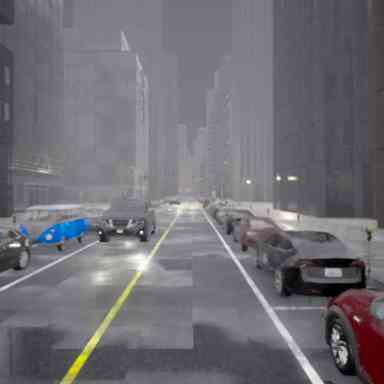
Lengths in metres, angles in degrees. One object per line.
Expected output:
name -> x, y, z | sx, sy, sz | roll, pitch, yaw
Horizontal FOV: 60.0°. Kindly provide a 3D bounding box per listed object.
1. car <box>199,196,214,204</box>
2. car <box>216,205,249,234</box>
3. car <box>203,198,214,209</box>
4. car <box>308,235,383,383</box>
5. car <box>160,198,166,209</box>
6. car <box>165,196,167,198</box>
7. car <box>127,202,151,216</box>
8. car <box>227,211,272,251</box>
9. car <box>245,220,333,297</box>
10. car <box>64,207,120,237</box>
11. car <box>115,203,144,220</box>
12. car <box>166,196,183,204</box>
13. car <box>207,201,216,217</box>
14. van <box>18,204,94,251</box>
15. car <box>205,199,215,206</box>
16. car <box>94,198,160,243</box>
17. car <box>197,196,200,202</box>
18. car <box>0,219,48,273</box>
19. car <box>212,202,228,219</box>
car -> 2.755, 1.716, 53.678 | 2.192, 1.841, 5.009 | 0, 0, 0
car -> 2.760, 1.707, 19.858 | 1.947, 1.339, 4.313 | 0, 0, 0
car -> 2.757, 1.839, 42.573 | 1.752, 1.417, 4.829 | 0, 0, 0
car -> 2.764, 1.461, 2.949 | 1.967, 1.590, 4.097 | 0, 0, 0
car -> -5.770, 1.952, 53.655 | 2.008, 1.369, 4.403 | 0, 0, 0
car -> -5.775, 1.935, 80.510 | 2.192, 1.841, 5.009 | 0, 0, 0
car -> -5.768, 1.814, 36.747 | 1.887, 1.381, 4.507 | 0, 0, 0
car -> 2.761, 1.682, 14.221 | 1.802, 1.307, 4.206 | 0, 0, 0
car -> 2.762, 1.626, 8.584 | 1.947, 1.339, 4.313 | 0, 0, 0
car -> -5.765, 1.693, 19.839 | 2.008, 1.369, 4.403 | 0, 0, 0
car -> -5.767, 1.771, 31.111 | 1.887, 1.381, 4.507 | 0, 0, 0
car -> -3.010, 1.756, 58.939 | 1.895, 1.301, 4.718 | 0, 0, 0
car -> 2.758, 1.791, 31.130 | 1.947, 1.339, 4.313 | 0, 0, 0
van -> -5.763, 1.442, 14.205 | 1.690, 1.788, 3.998 | 0, 0, 0
car -> 2.757, 1.813, 36.766 | 1.887, 1.381, 4.507 | 0, 0, 0
car -> -3.104, 1.342, 17.053 | 2.150, 2.045, 5.566 | 0, 0, 0
car -> 2.750, 2.201, 80.528 | 1.802, 1.307, 4.206 | 0, 0, 0
car -> -5.763, 1.612, 8.567 | 2.008, 1.369, 4.403 | 0, 0, 0
car -> 2.759, 1.709, 25.664 | 1.752, 1.417, 4.829 | 0, 0, 0
